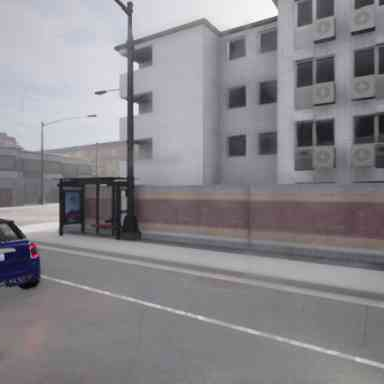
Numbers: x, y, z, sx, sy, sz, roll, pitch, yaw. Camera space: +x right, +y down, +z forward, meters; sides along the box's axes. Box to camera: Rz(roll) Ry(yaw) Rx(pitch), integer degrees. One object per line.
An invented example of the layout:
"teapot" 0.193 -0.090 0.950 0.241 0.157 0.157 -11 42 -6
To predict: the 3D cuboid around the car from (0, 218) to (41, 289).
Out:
"car" -5.651 1.345 7.897 4.553 1.767 2.097 0 0 35
